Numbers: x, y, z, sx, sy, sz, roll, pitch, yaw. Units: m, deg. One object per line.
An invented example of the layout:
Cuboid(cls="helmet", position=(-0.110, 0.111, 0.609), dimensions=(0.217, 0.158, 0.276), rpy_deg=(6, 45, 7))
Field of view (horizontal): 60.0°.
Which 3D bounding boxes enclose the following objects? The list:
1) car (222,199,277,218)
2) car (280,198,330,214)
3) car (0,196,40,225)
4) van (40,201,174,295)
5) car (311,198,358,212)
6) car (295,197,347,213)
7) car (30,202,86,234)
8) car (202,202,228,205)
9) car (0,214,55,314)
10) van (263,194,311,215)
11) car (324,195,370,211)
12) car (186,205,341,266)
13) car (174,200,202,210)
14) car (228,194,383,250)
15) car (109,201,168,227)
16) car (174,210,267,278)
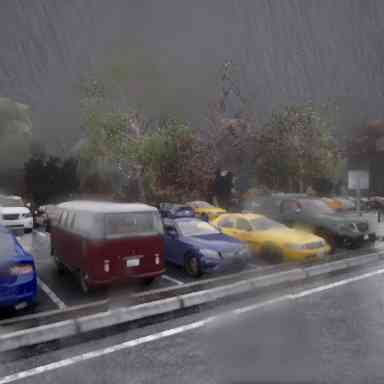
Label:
Cuboid(cls="car", position=(5.106, 1.458, 30.296), dimensions=(2.163, 1.488, 4.792), rpy_deg=(0, 0, -36))
Cuboid(cls="car", position=(11.862, 1.442, 35.160), dimensions=(2.002, 1.452, 4.674), rpy_deg=(0, 0, -36))
Cuboid(cls="car", position=(-10.698, 1.241, 18.991), dimensions=(2.435, 2.045, 5.566), rpy_deg=(0, 0, -36))
Cuboid(cls="van", position=(-2.533, 1.263, 8.930), dimensions=(1.878, 1.987, 4.442), rpy_deg=(0, 0, -36))
Cuboid(cls="car", position=(16.377, 1.425, 38.392), dimensions=(2.002, 1.452, 4.674), rpy_deg=(0, 0, -36))
Cuboid(cls="car", position=(14.122, 1.393, 36.775), dimensions=(2.097, 1.535, 5.008), rpy_deg=(0, 0, -36))
Cuboid(cls="car", position=(-8.460, 1.483, 20.634), dimensions=(2.097, 1.535, 5.008), rpy_deg=(0, 0, -36))
Cuboid(cls="car", position=(0.681, 1.444, 26.938), dimensions=(1.946, 1.575, 5.366), rpy_deg=(0, 0, -36))
Cuboid(cls="car", position=(-4.741, 1.498, 7.200), dimensions=(2.097, 1.535, 5.008), rpy_deg=(0, 0, -36))
Cuboid(cls="van", position=(9.535, 1.185, 33.643), dimensions=(1.878, 1.987, 4.442), rpy_deg=(0, 0, -36))
Cuboid(cls="car", position=(18.615, 1.251, 40.034), dimensions=(2.185, 1.767, 4.553), rpy_deg=(0, 0, -36))
Cuboid(cls="car", position=(2.203, 1.468, 11.946), dimensions=(1.946, 1.575, 5.366), rpy_deg=(0, 0, -36))
Cuboid(cls="car", position=(-1.701, 1.485, 25.498), dimensions=(2.163, 1.488, 4.792), rpy_deg=(0, 0, -36))
Cuboid(cls="car", position=(4.392, 1.211, 13.704), dimensions=(2.435, 2.045, 5.566), rpy_deg=(0, 0, -36))
Cuboid(cls="car", position=(-3.945, 1.466, 23.865), dimensions=(2.231, 1.521, 4.892), rpy_deg=(0, 0, -36))
Cuboid(cls="car", position=(-0.186, 1.520, 10.468), dimensions=(2.002, 1.452, 4.674), rpy_deg=(0, 0, -36))
